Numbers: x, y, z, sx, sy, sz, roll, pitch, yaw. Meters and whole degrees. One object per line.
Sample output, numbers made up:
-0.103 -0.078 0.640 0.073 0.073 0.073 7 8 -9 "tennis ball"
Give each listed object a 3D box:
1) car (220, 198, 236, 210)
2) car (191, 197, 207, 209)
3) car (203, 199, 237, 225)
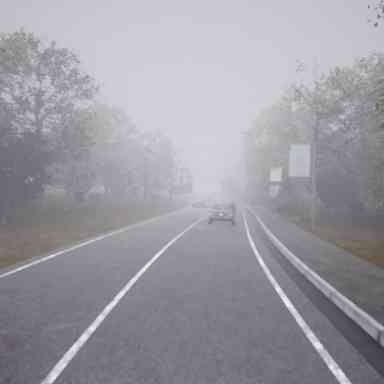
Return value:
4.639 1.533 42.610 1.895 1.301 4.718 1 0 6 "car"
1.025 1.414 43.951 1.812 1.442 4.674 1 0 6 "car"
2.237 1.517 24.120 2.033 1.411 5.357 1 0 8 "car"
